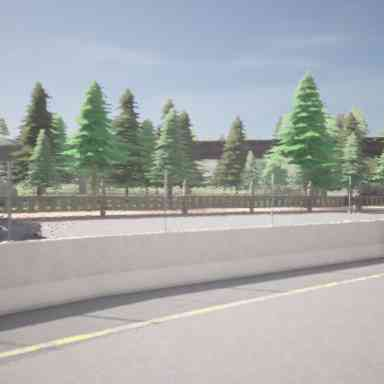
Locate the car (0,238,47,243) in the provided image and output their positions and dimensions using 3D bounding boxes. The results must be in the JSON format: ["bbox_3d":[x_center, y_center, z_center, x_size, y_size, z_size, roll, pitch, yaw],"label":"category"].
[{"bbox_3d":[-6.210,1.287,8.121,4.902,1.511,2.128,0,1,-33],"label":"car"}]
